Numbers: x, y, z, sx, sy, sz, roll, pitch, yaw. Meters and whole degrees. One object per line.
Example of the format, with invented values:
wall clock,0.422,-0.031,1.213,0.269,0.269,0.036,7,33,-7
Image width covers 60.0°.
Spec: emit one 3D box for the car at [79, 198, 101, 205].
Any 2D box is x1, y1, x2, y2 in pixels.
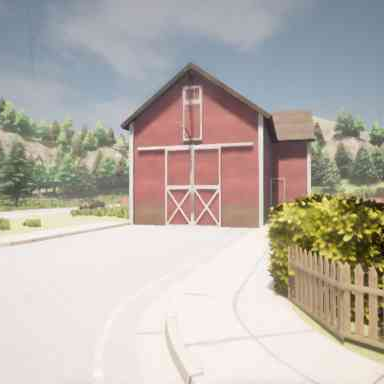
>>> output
car,-13.237,1.603,44.042,1.816,1.474,4.193,-6,-1,15
